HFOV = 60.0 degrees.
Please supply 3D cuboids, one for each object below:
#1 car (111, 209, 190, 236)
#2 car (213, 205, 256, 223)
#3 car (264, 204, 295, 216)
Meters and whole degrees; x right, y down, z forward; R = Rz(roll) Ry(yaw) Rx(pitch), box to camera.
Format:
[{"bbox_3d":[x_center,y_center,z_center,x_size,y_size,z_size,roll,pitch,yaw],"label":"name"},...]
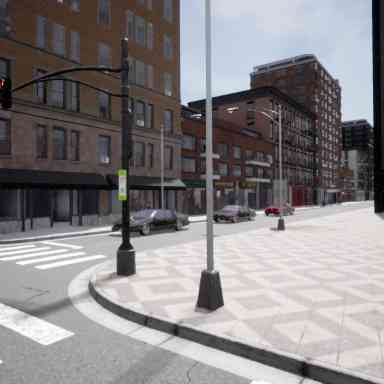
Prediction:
[{"bbox_3d":[-2.260,1.708,19.981,2.033,1.411,5.357,-1,-1,36],"label":"car"},{"bbox_3d":[3.643,1.793,28.191,2.033,1.411,5.357,-1,-1,35],"label":"car"},{"bbox_3d":[9.653,1.929,36.522,1.895,1.301,4.718,-1,-1,36],"label":"car"}]
